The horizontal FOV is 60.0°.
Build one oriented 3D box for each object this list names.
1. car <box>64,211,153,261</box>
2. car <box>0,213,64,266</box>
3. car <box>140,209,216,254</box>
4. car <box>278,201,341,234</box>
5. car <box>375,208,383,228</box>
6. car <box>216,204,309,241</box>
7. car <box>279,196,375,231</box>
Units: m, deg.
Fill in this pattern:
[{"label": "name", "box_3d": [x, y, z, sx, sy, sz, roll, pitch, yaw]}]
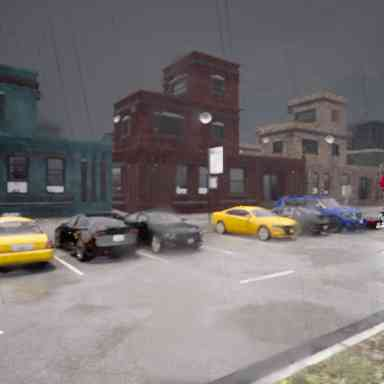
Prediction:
[{"label": "car", "box_3d": [-3.668, 1.516, 12.502, 2.163, 1.488, 4.792, 0, 0, -35]}, {"label": "car", "box_3d": [-6.026, 1.473, 11.025, 1.946, 1.575, 5.366, 0, 0, -35]}, {"label": "car", "box_3d": [-1.487, 1.496, 14.017, 2.097, 1.535, 5.008, 0, 0, -35]}, {"label": "car", "box_3d": [5.410, 1.528, 18.908, 2.231, 1.521, 4.892, 0, 0, -35]}, {"label": "car", "box_3d": [9.952, 1.575, 22.115, 2.163, 1.488, 4.792, 0, 0, -35]}, {"label": "car", "box_3d": [3.140, 1.517, 17.304, 2.097, 1.535, 5.008, 0, 0, -35]}, {"label": "car", "box_3d": [7.687, 1.285, 20.503, 2.435, 2.045, 5.566, 0, 0, -35]}]
